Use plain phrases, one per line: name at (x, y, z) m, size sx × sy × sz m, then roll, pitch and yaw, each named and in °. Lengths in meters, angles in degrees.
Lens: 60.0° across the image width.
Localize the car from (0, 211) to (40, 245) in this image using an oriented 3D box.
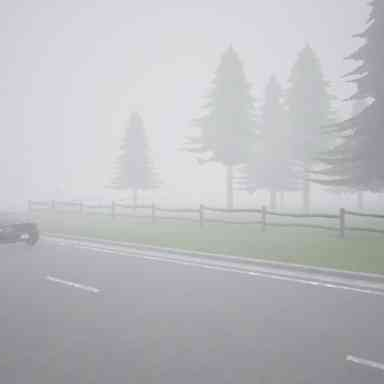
car at (-8.269, 1.531, 14.066) m, size 4.674 × 1.442 × 1.812 m, roll 0°, pitch 0°, yaw 36°
